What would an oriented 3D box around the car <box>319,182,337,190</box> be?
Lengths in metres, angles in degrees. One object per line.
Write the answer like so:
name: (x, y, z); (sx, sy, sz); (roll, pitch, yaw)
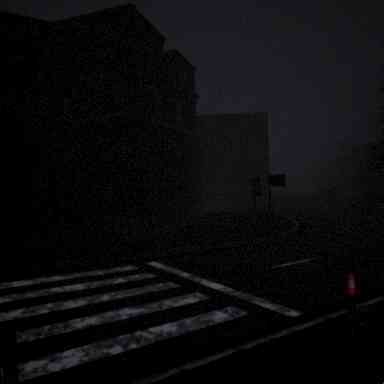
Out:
car: (24.436, -1.126, 59.951); (1.882, 1.535, 5.008); (-3, 1, 5)
